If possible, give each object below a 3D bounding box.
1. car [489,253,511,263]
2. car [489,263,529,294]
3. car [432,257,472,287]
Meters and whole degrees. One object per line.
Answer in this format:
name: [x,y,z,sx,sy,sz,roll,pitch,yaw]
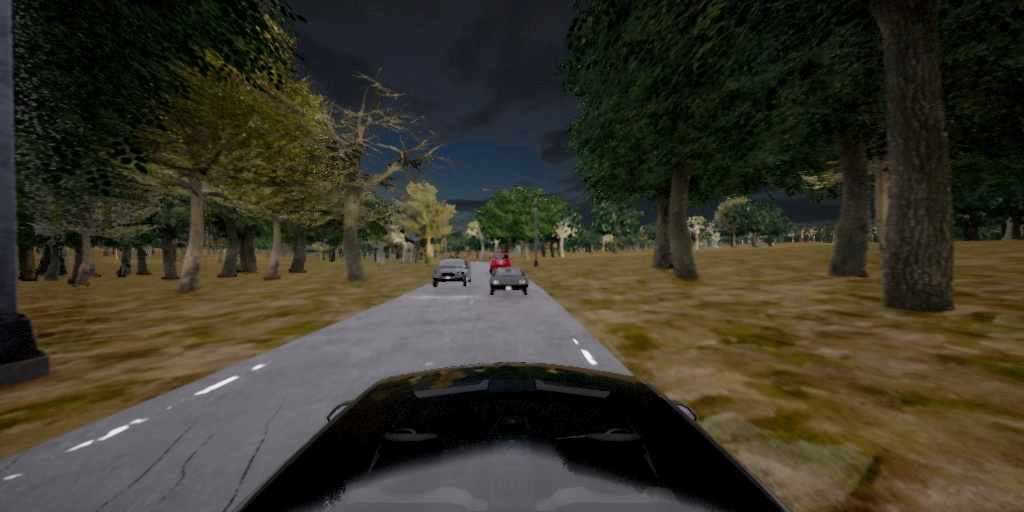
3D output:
car: [-1.289,0.716,38.810,2.150,2.045,5.566,0,0,-4]
car: [-0.211,1.215,18.934,1.895,1.301,4.718,0,0,-2]
car: [-3.350,0.828,20.661,1.837,1.490,4.892,0,0,-2]
